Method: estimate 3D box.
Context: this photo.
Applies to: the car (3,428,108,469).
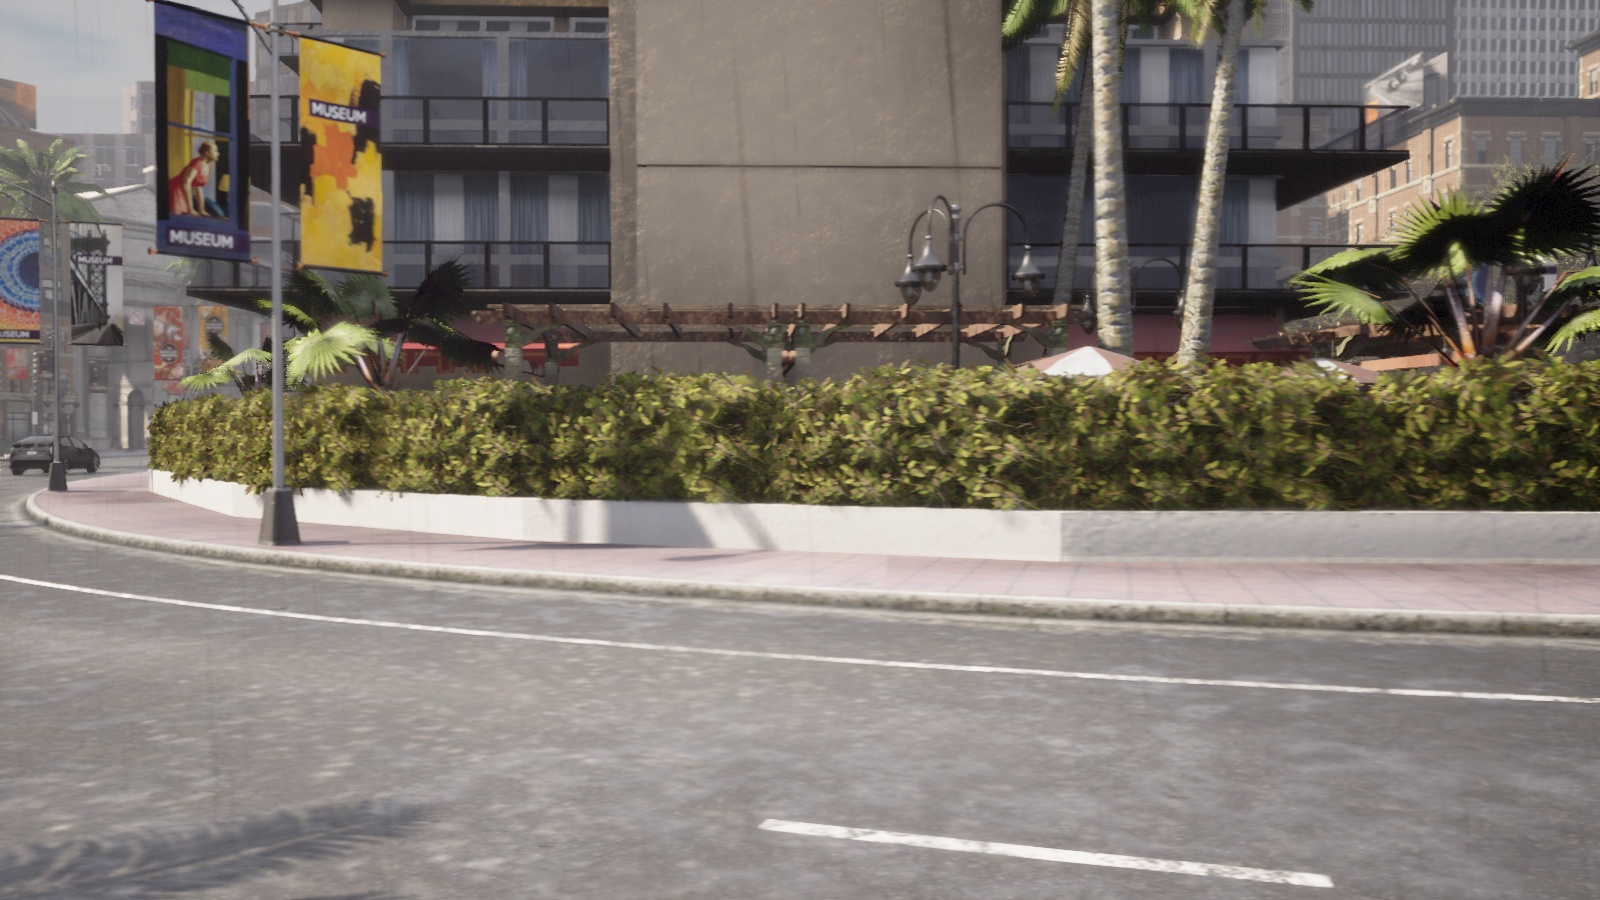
[{"bbox_3d":[-28.760,-0.083,48.666,2.007,1.525,4.514,0,1,-10],"label":"car"}]
